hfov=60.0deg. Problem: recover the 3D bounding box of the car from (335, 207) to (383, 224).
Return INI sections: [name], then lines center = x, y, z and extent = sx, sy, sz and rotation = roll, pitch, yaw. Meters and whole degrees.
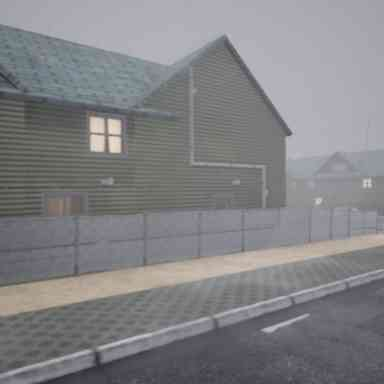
[car]
center = 12.684, 1.921, 26.641
extent = 1.812, 1.442, 4.674
rotation = -1, -1, -36
